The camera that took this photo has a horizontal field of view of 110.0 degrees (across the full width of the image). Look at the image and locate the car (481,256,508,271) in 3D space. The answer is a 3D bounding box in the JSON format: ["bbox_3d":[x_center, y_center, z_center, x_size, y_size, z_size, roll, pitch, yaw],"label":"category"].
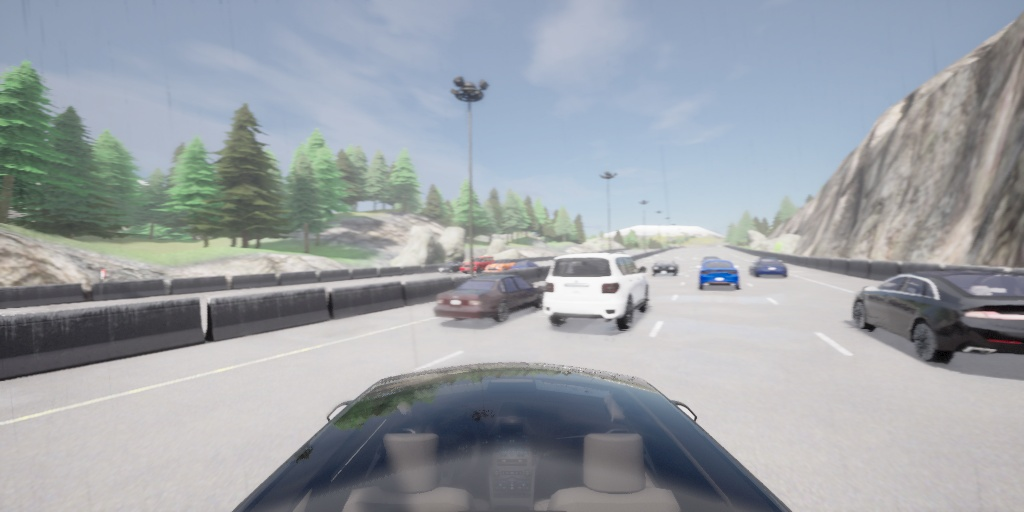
[{"bbox_3d":[-1.182,1.136,41.408,2.097,1.767,4.553,-2,0,28],"label":"car"}]

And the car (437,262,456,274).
[{"bbox_3d":[-7.301,1.451,44.800,2.128,1.511,4.902,-2,0,28],"label":"car"}]

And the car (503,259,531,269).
[{"bbox_3d":[1.274,1.246,38.567,1.812,1.442,4.674,-2,0,28],"label":"car"}]

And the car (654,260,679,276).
[{"bbox_3d":[13.325,0.980,31.007,1.895,1.301,4.718,-2,0,28],"label":"car"}]

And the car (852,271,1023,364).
[{"bbox_3d":[8.509,1.036,6.966,2.128,1.511,4.902,-2,0,28],"label":"car"}]

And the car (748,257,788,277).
[{"bbox_3d":[18.863,0.791,26.514,1.994,1.385,4.181,-2,0,28],"label":"car"}]

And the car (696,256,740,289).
[{"bbox_3d":[11.505,0.946,20.099,1.882,1.535,5.008,-2,0,28],"label":"car"}]

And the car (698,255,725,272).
[{"bbox_3d":[19.229,0.717,34.685,2.033,1.411,5.357,-2,1,28],"label":"car"}]

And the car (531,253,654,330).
[{"bbox_3d":[2.848,0.933,11.244,2.150,2.045,5.566,-2,0,28],"label":"car"}]

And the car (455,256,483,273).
[{"bbox_3d":[-3.988,1.082,43.597,2.150,2.045,5.566,-2,0,28],"label":"car"}]

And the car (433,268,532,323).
[{"bbox_3d":[-0.431,1.352,12.509,2.033,1.411,5.357,-2,0,28],"label":"car"}]
